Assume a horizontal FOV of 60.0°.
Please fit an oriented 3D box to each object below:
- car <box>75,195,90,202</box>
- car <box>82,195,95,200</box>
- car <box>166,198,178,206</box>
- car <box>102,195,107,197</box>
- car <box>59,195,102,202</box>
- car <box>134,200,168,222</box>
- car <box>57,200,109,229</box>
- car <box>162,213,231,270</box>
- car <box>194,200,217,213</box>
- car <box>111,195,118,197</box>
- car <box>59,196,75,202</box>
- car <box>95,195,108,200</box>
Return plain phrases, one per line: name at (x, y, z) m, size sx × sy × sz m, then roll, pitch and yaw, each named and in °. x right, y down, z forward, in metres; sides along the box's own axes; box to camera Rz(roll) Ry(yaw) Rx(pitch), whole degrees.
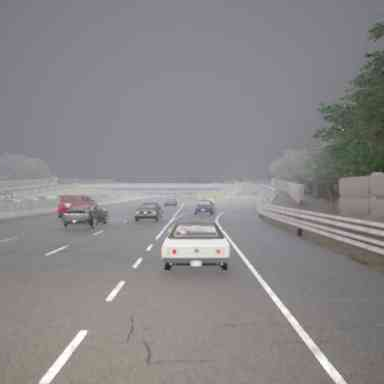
car at (-24.414, 1.541, 74.529) m, size 1.812 × 1.442 × 4.674 m, roll 0°, pitch 0°, yaw 0°
car at (-28.013, 1.466, 90.331) m, size 2.033 × 1.411 × 5.357 m, roll 0°, pitch 0°, yaw 0°
car at (-3.358, 1.630, 54.087) m, size 1.994 × 1.385 × 4.181 m, roll 0°, pitch 0°, yaw 0°
car at (-20.913, 1.570, 74.566) m, size 1.994 × 1.385 × 4.181 m, roll 0°, pitch 0°, yaw 0°
car at (-10.311, 1.257, 30.277) m, size 2.150 × 2.045 × 5.566 m, roll 0°, pitch 0°, yaw 0°
car at (-3.412, 1.580, 26.956) m, size 2.033 × 1.411 × 5.357 m, roll 0°, pitch 0°, yaw 0°
car at (-6.835, 1.517, 21.773) m, size 2.128 × 1.511 × 4.902 m, roll 0°, pitch 0°, yaw 0°
car at (0.124, 1.614, 11.075) m, size 1.895 × 1.301 × 4.718 m, roll 0°, pitch 0°, yaw 0°
car at (1.438, 1.570, 34.310) m, size 1.812 × 1.442 × 4.674 m, roll 0°, pitch 0°, yaw 9°
car at (-21.013, 1.452, 90.403) m, size 1.812 × 1.442 × 4.674 m, roll 0°, pitch 0°, yaw 0°
car at (-27.913, 1.569, 74.494) m, size 1.994 × 1.385 × 4.181 m, roll 0°, pitch 0°, yaw 0°
car at (-24.513, 1.467, 90.366) m, size 2.033 × 1.411 × 5.357 m, roll 0°, pitch 0°, yaw 0°
